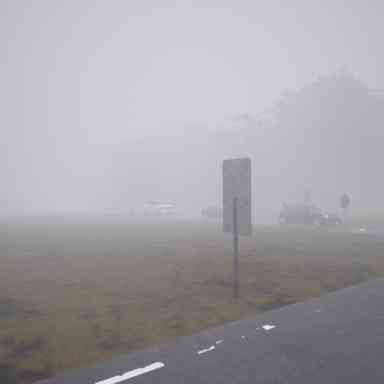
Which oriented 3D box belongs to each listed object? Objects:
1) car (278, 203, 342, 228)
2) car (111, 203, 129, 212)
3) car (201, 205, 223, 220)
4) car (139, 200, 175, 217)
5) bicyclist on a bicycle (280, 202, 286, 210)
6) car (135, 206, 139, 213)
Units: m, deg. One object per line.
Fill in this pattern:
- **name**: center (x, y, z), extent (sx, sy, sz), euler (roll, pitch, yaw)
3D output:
- **car**: center (8.700, 1.654, 24.744), extent (2.097, 1.767, 4.553), euler (-1, -1, -34)
- **car**: center (-13.291, 2.789, 60.845), extent (2.128, 1.511, 4.902), euler (-1, -1, -35)
- **car**: center (2.944, 2.008, 32.947), extent (1.882, 1.535, 5.008), euler (-1, -1, -35)
- **car**: center (-4.377, 2.064, 43.316), extent (2.150, 2.045, 5.566), euler (-1, -1, -35)
- **bicyclist on a bicycle**: center (9.482, 1.857, 34.042), extent (1.656, 1.620, 0.582), euler (0, -1, -35)
- **car**: center (-7.244, 2.505, 52.376), extent (1.882, 1.535, 5.008), euler (-1, -1, -35)
